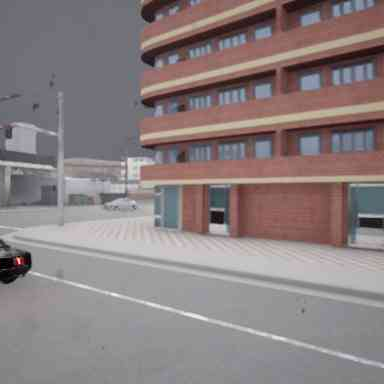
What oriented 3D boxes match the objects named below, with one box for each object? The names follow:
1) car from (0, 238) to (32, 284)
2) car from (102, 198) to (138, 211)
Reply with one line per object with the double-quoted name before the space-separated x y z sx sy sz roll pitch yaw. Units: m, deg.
"car" -6.062 1.574 8.257 4.718 1.301 1.895 0 0 36
"car" -8.327 1.445 39.010 1.812 1.442 4.674 0 0 34
